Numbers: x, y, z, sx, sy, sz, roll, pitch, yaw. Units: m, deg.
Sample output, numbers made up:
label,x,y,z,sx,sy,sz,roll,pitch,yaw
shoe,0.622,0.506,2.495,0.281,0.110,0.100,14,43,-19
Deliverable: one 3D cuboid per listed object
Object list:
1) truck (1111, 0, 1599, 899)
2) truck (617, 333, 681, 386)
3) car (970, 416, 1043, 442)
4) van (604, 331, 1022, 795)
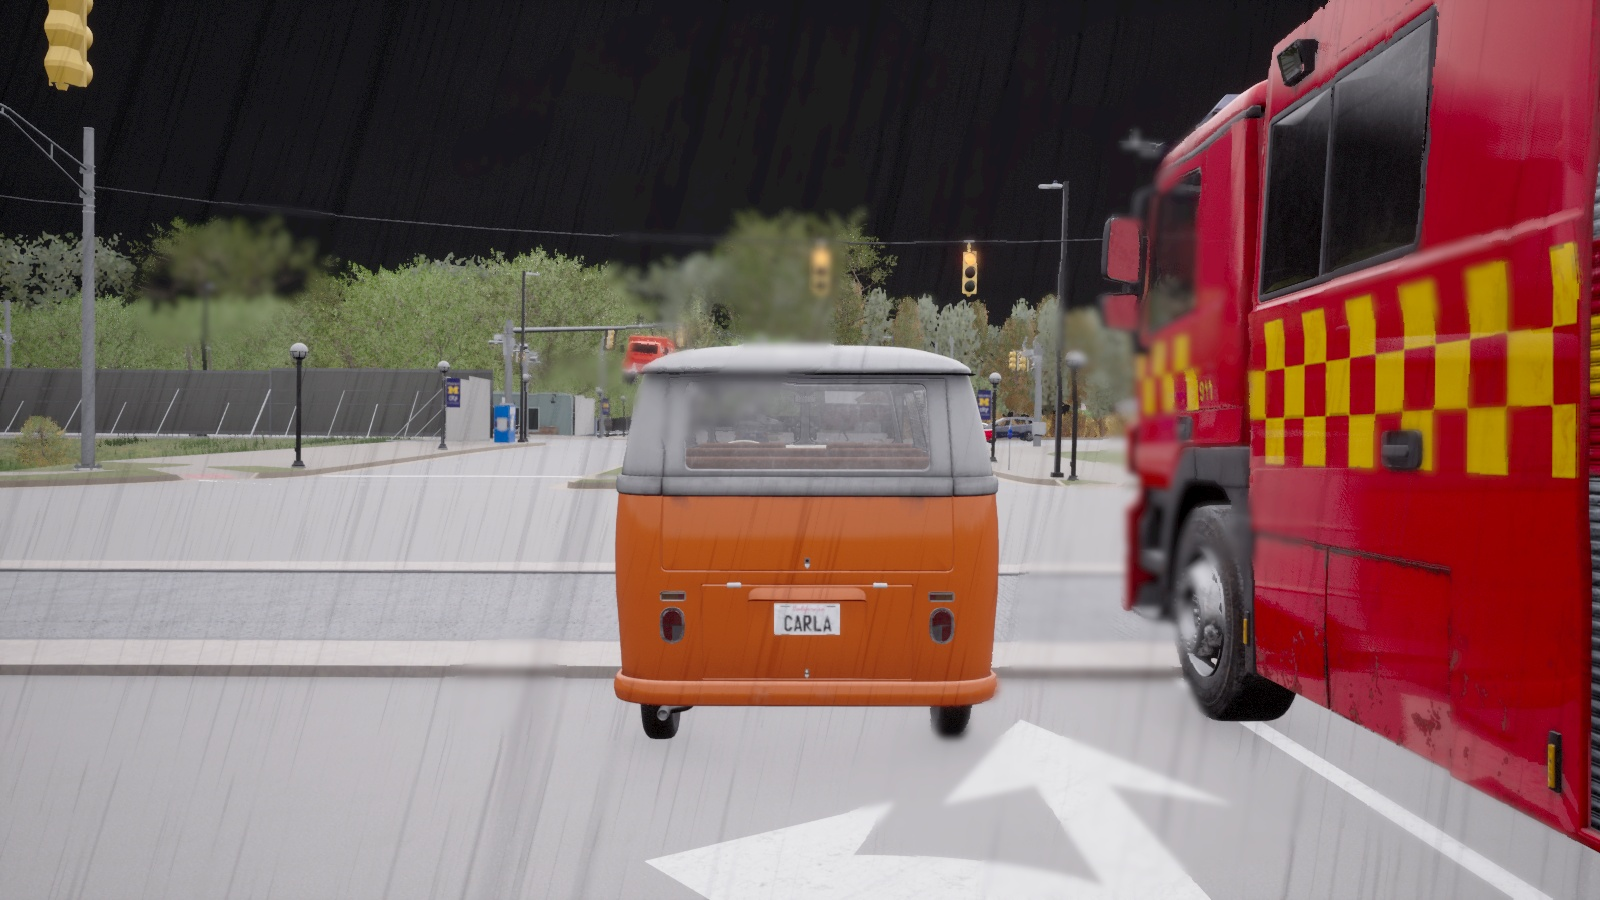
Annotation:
label,x,y,z,sx,sy,sz,roll,pitch,yaw
truck,3.567,-0.440,4.371,2.891,3.827,8.468,0,0,0
truck,-8.158,-4.874,68.421,2.627,2.467,5.204,3,1,1
car,14.024,-1.456,85.496,4.611,1.667,2.242,-1,2,0
van,0.055,0.406,7.595,1.775,1.987,4.442,0,2,0
